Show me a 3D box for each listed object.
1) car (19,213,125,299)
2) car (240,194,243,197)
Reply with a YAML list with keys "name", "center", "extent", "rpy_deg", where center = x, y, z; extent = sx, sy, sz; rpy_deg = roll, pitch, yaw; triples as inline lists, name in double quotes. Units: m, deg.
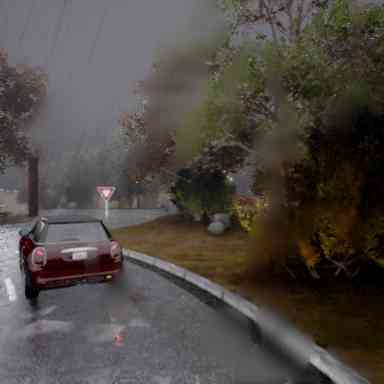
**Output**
- name: "car"
  center: [-3.409, 1.381, 8.947]
  extent: [2.097, 1.767, 4.553]
  rpy_deg: [0, 0, -29]
- name: "car"
  center: [6.827, 1.323, 46.802]
  extent: [5.566, 2.045, 2.150]
  rpy_deg: [0, 0, -42]
